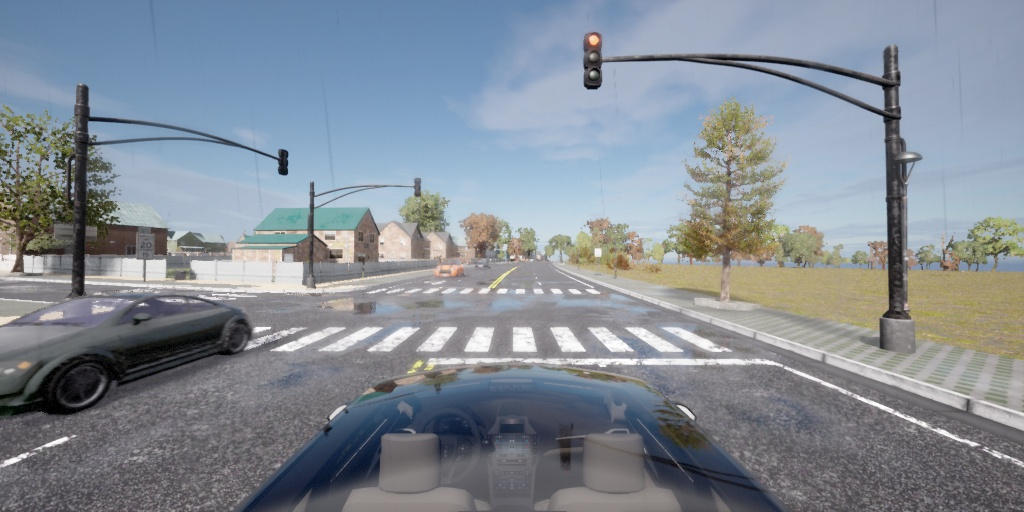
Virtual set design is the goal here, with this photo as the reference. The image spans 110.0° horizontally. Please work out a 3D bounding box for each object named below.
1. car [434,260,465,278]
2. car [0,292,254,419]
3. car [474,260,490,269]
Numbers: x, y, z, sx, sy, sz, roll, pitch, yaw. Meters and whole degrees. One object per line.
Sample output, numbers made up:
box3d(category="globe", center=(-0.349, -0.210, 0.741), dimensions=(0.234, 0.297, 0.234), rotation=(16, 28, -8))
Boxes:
box3d(category="car", center=(-5.832, 1.133, 33.851), dimensions=(2.097, 1.767, 4.553), rotation=(0, 0, 2))
box3d(category="car", center=(-6.465, 1.317, 5.843), dimensions=(1.994, 1.385, 4.181), rotation=(0, 0, 0))
box3d(category="car", center=(-4.660, 1.356, 56.980), dimensions=(1.812, 1.442, 4.674), rotation=(0, 0, 4))
